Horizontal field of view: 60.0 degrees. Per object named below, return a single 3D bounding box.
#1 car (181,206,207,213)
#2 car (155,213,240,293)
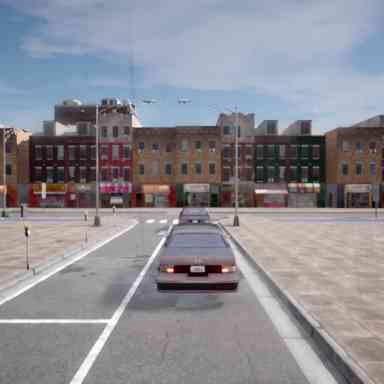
[{"bbox_3d":[0.112,1.545,19.435,2.033,1.411,5.357,0,0,-1],"label":"car"},{"bbox_3d":[0.118,1.546,8.977,2.033,1.411,5.357,0,0,0],"label":"car"}]
